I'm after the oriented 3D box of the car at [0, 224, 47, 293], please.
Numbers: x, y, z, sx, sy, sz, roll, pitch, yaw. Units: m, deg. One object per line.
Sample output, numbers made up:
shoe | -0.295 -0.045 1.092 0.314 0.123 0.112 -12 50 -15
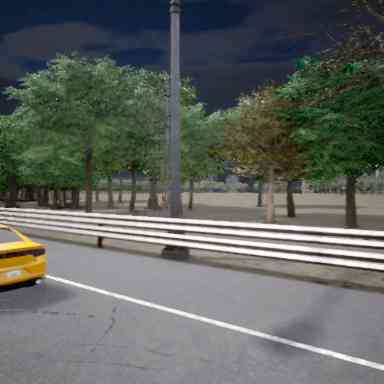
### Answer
car | -5.540 1.486 8.138 5.008 1.535 1.882 0 0 37
